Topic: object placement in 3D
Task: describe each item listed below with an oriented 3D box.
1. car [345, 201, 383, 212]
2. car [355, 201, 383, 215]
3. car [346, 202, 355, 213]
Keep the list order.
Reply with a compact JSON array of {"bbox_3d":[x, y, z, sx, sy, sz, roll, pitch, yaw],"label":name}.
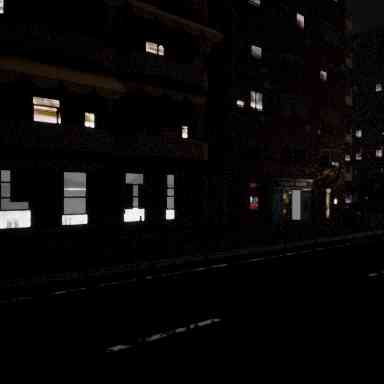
[{"bbox_3d":[22.481,1.856,43.432,1.802,1.307,4.206,-1,0,-36],"label":"car"},{"bbox_3d":[19.717,1.727,37.240,2.128,1.511,4.902,0,-1,-35],"label":"car"},{"bbox_3d":[15.492,1.595,38.334,2.192,1.841,5.009,-1,0,-36],"label":"car"}]
